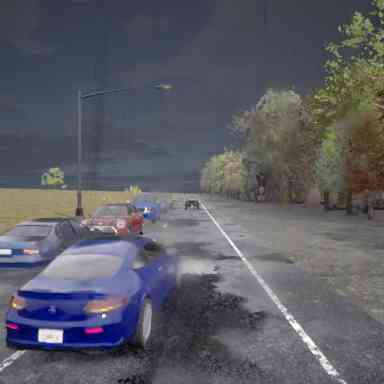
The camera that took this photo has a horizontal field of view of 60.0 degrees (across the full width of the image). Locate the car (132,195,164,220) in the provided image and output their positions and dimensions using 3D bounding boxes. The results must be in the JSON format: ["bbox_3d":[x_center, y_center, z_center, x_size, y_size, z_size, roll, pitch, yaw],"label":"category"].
[{"bbox_3d":[-3.625,1.223,25.239,2.150,2.045,5.566,0,0,-1],"label":"car"}]

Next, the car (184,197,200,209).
[{"bbox_3d":[0.024,1.500,44.326,1.837,1.490,4.892,0,0,0],"label":"car"}]

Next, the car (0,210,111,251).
[{"bbox_3d":[-4.556,1.549,10.886,2.033,1.411,5.357,0,0,3],"label":"car"}]

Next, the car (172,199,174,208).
[{"bbox_3d":[-3.630,1.347,45.250,2.097,1.767,4.553,0,0,0],"label":"car"}]

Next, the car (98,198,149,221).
[{"bbox_3d":[-3.642,1.354,15.710,2.097,1.767,4.553,0,0,3],"label":"car"}]

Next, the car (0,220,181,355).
[{"bbox_3d":[-1.388,1.526,6.218,1.812,1.442,4.674,0,0,7],"label":"car"}]

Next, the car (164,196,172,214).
[{"bbox_3d":[-3.622,1.351,35.244,2.097,1.767,4.553,0,0,0],"label":"car"}]
